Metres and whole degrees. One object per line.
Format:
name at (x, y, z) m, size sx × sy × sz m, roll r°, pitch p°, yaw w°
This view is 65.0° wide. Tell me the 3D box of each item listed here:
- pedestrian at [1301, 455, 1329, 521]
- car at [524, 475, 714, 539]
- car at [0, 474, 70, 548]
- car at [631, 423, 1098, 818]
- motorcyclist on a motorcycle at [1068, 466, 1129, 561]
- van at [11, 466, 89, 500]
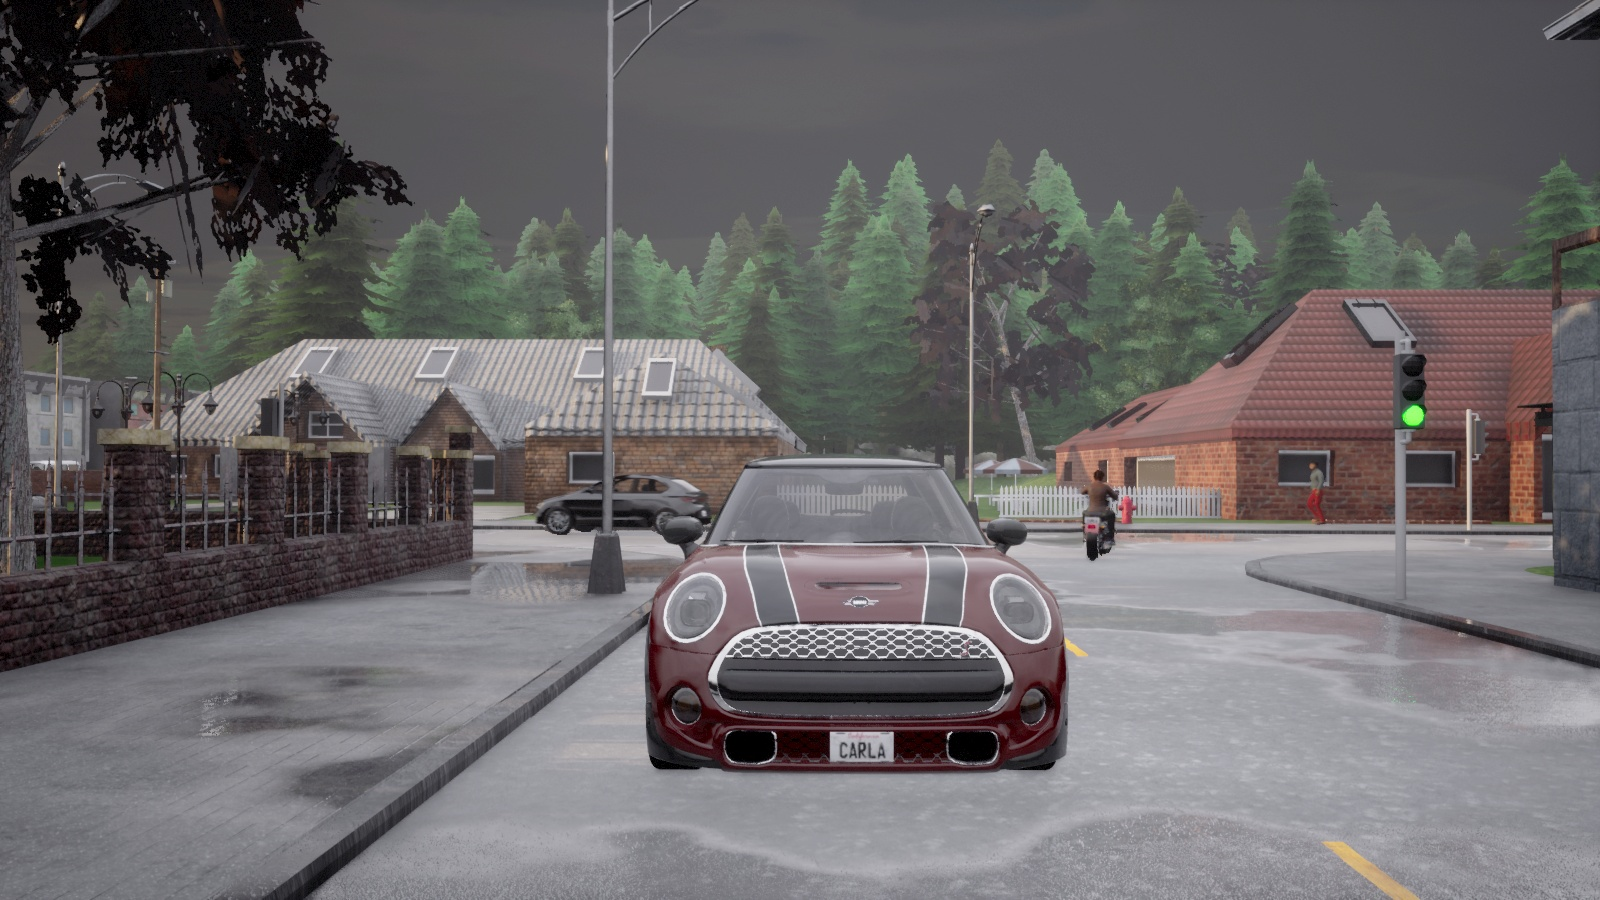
pedestrian at (14.400, 1.055, 35.112) m, size 0.614 × 1.847 × 0.353 m, roll 0°, pitch -1°, yaw 0°
car at (-4.378, 1.357, 30.518) m, size 4.193 × 1.474 × 1.816 m, roll 0°, pitch -1°, yaw 13°
car at (-18.574, 1.289, 27.041) m, size 4.514 × 1.525 × 2.007 m, roll 0°, pitch -1°, yaw 0°
car at (0.271, 0.805, 7.943) m, size 2.097 × 1.767 × 4.553 m, roll 0°, pitch -1°, yaw 0°
motorcyclist on a motorcycle at (5.536, 1.131, 23.188) m, size 0.766 × 1.649 × 2.350 m, roll 1°, pitch -1°, yaw 21°
van at (-46.843, 2.041, 78.569) m, size 2.069 × 2.038 × 4.480 m, roll 0°, pitch -1°, yaw 2°
